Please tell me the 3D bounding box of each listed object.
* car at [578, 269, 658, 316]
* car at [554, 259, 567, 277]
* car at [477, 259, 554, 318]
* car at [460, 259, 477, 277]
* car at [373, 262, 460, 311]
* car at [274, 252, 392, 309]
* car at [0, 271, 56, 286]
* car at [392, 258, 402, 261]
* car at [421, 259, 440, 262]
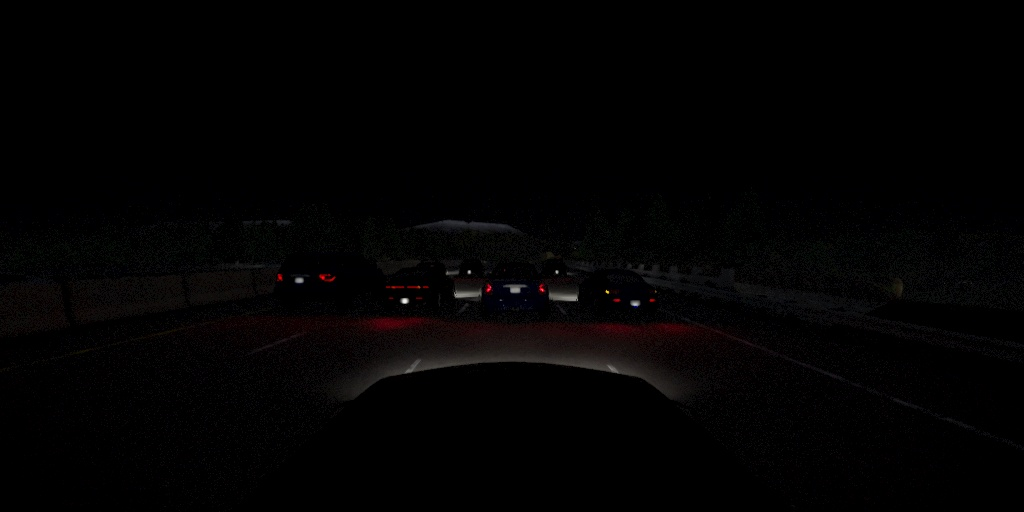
[{"bbox_3d":[3.586,1.174,12.743,1.812,1.442,4.674,0,1,0],"label":"car"},{"bbox_3d":[3.593,0.995,31.039,1.837,1.490,4.892,0,0,0],"label":"car"},{"bbox_3d":[0.097,1.002,12.658,2.097,1.767,4.553,0,1,0],"label":"car"},{"bbox_3d":[-3.407,0.996,31.031,1.837,1.490,4.892,0,0,0],"label":"car"},{"bbox_3d":[-3.403,1.145,13.805,1.837,1.490,4.892,0,1,0],"label":"car"},{"bbox_3d":[-6.901,0.857,14.320,2.150,2.045,5.566,0,1,0],"label":"car"},{"bbox_3d":[-17.602,1.191,11.309,1.812,1.442,4.674,0,1,0],"label":"car"},{"bbox_3d":[-17.566,1.011,53.742,1.837,1.490,4.892,0,0,0],"label":"car"},{"bbox_3d":[-6.907,0.984,30.966,2.128,1.511,4.902,0,0,0],"label":"car"}]
